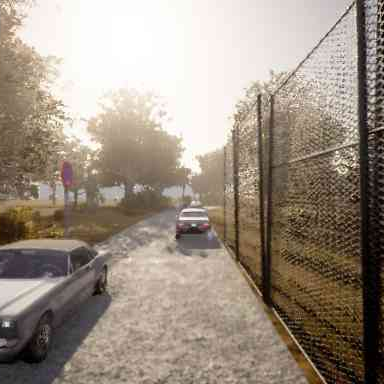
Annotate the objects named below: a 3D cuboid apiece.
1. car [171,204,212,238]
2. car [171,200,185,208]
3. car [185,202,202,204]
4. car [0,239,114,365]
[{"bbox_3d":[0.080,1.613,18.085,2.033,1.411,5.357,0,0,0],"label":"car"},{"bbox_3d":[-1.822,1.974,48.117,2.128,1.511,4.902,0,-1,5],"label":"car"},{"bbox_3d":[0.544,1.864,39.768,1.812,1.442,4.674,0,-1,3],"label":"car"},{"bbox_3d":[-2.854,1.605,5.948,1.895,1.301,4.718,0,0,0],"label":"car"}]
